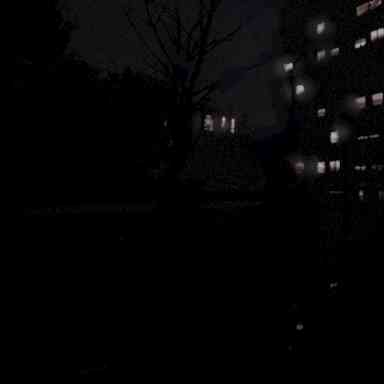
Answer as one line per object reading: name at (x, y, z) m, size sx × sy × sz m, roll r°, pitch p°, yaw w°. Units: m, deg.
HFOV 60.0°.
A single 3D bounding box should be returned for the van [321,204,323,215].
van at (10.839, 1.676, 32.875) m, size 1.690 × 1.788 × 3.998 m, roll -1°, pitch 0°, yaw -36°
